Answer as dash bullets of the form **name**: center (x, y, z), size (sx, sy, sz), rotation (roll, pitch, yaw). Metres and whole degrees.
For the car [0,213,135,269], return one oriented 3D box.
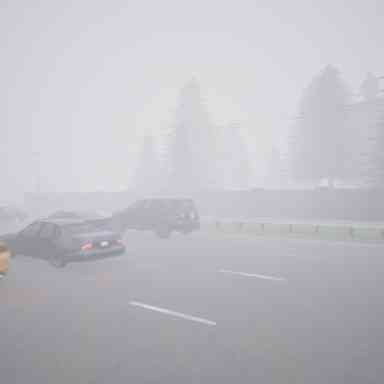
- **car**: center (-4.720, 1.657, 11.658), size (5.357, 1.411, 2.033), rotation (-1, 0, 36)

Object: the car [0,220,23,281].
- **car**: center (-6.804, 1.587, 8.844), size (5.008, 1.535, 1.882), rotation (-1, 0, 36)

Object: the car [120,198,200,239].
- **car**: center (-2.159, 1.350, 18.429), size (5.566, 2.045, 2.150), rotation (-1, 0, 36)

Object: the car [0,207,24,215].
- **car**: center (-16.025, 1.906, 28.320), size (4.718, 1.301, 1.895), rotation (-1, 0, 36)

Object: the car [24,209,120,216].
- **car**: center (-6.238, 1.632, 17.040), size (5.008, 1.535, 1.882), rotation (-1, 0, 36)
